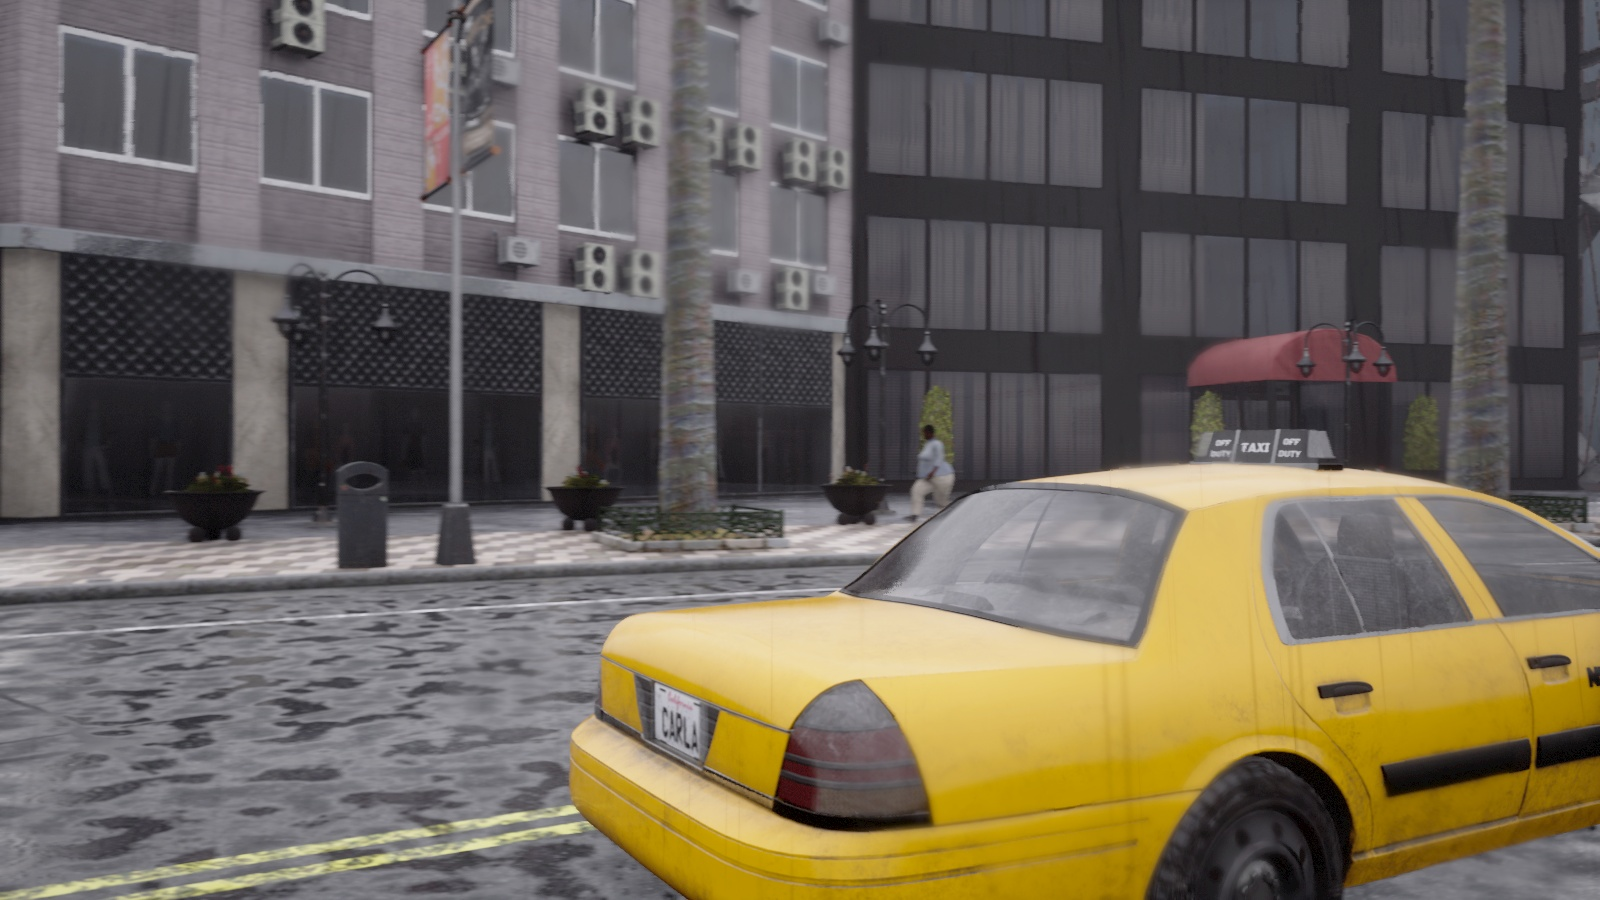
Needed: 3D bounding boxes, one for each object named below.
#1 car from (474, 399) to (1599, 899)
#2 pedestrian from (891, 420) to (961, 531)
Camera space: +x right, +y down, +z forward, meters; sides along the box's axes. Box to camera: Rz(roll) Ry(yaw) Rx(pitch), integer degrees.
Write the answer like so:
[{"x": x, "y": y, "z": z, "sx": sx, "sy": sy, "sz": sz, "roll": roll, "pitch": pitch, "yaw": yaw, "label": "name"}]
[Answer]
[{"x": 1.741, "y": 0.688, "z": 4.531, "sx": 5.366, "sy": 1.575, "sz": 1.801, "roll": 0, "pitch": 0, "yaw": -29, "label": "car"}, {"x": 2.157, "y": 0.433, "z": 21.617, "sx": 0.900, "sy": 1.855, "sz": 0.874, "roll": 0, "pitch": 0, "yaw": -21, "label": "pedestrian"}]
